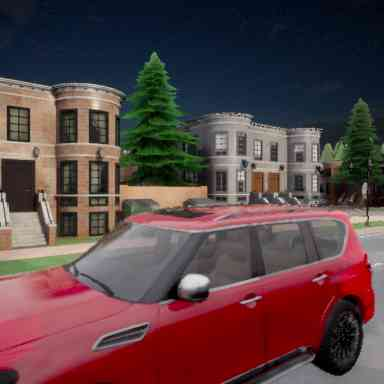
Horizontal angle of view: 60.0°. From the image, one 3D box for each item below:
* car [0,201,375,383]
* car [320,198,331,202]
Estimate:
[{"bbox_3d":[0.028,1.222,4.024,5.566,2.045,2.150,0,0,-36],"label":"car"},{"bbox_3d":[15.658,1.466,43.054,1.837,1.490,4.892,0,0,-33],"label":"car"}]
